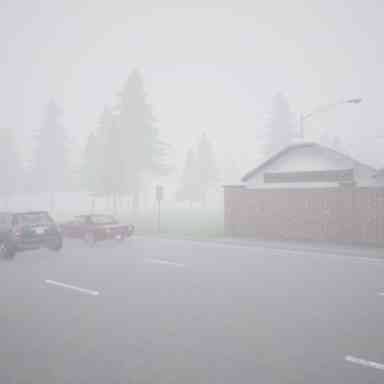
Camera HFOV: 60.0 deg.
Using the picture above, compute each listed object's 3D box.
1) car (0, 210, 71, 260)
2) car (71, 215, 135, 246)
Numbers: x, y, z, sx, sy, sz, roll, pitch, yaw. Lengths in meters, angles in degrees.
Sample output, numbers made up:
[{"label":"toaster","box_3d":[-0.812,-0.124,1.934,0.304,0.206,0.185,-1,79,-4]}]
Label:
[{"label":"car","box_3d":[-7.253,1.494,13.364,4.553,1.767,2.097,-1,-1,36]},{"label":"car","box_3d":[-5.075,1.742,16.105,4.718,1.301,1.895,-1,0,36]}]
